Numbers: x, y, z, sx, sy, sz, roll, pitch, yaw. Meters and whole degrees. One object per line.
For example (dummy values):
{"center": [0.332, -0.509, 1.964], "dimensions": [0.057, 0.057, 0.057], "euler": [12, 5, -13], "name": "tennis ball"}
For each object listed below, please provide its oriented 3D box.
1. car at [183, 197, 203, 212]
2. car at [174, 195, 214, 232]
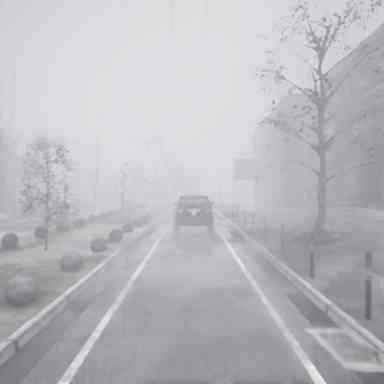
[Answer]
{"center": [0.103, 1.379, 37.488], "dimensions": [2.128, 1.511, 4.902], "euler": [0, 0, 0], "name": "car"}
{"center": [0.102, 1.153, 19.663], "dimensions": [2.150, 2.045, 5.566], "euler": [0, 0, 0], "name": "car"}
